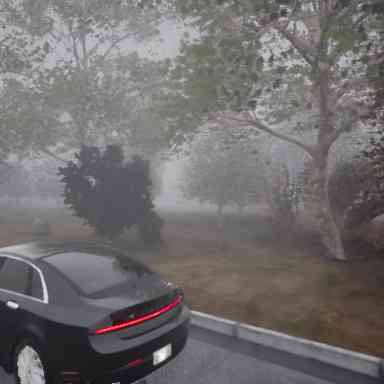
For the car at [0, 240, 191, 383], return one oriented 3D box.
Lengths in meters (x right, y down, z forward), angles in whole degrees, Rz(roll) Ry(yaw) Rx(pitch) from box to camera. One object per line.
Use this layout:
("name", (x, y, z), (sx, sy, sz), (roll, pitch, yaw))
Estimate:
("car", (-2.291, 1.506, 5.013), (4.892, 1.490, 1.837), (0, 0, 36))
